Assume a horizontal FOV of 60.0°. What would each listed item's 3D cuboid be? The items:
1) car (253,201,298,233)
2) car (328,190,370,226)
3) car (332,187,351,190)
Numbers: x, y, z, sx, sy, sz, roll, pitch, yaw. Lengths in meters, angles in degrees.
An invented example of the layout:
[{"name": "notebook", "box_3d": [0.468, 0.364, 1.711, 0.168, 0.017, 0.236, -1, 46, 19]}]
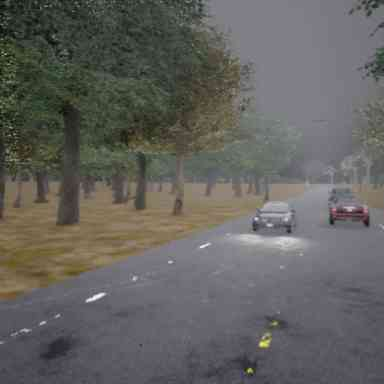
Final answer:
[{"name": "car", "box_3d": [4.493, 1.213, 17.535, 1.812, 1.442, 4.674, 1, 1, 23]}, {"name": "car", "box_3d": [9.618, 0.979, 20.511, 2.097, 1.767, 4.553, 1, 1, 23]}, {"name": "car", "box_3d": [15.171, 0.540, 33.825, 2.150, 2.045, 5.566, 1, 2, 23]}]
